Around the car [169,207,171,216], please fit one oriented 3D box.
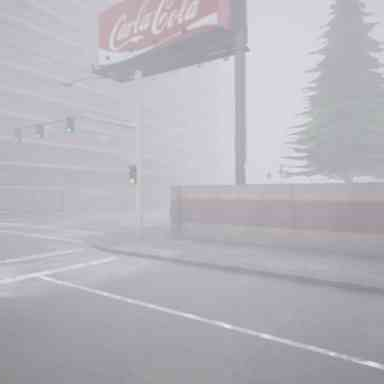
[{"bbox_3d":[0.048,1.544,28.781,2.128,1.511,4.902,0,0,35],"label":"car"}]
